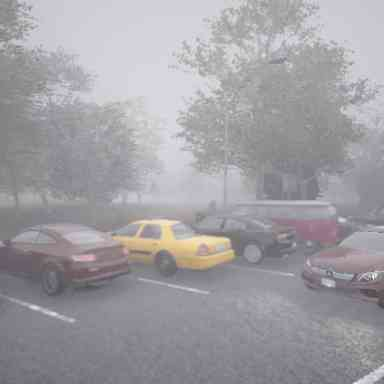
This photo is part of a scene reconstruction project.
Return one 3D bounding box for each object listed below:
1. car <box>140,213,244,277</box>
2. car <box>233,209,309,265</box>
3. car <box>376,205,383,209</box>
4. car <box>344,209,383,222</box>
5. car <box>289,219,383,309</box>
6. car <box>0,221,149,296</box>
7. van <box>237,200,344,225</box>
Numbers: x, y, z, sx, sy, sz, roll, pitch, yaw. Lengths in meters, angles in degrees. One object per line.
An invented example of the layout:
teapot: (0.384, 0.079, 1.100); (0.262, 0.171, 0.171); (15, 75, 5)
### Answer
car: (-1.325, 1.519, 10.439); (5.366, 1.575, 1.946); (-1, -1, 35)
car: (1.267, 1.540, 12.026); (5.008, 1.535, 2.097); (-1, -1, 35)
car: (11.102, 1.478, 18.718); (4.553, 1.767, 2.185); (-1, -1, 36)
car: (6.158, 1.615, 15.405); (4.674, 1.452, 2.002); (-1, -1, 35)
car: (4.655, 1.582, 8.020); (4.674, 1.442, 1.812); (0, 0, -35)
car: (-3.596, 1.539, 8.614); (4.674, 1.452, 2.002); (-1, -1, 35)
van: (3.609, 1.333, 13.789); (4.442, 1.987, 1.878); (-1, -1, 35)
